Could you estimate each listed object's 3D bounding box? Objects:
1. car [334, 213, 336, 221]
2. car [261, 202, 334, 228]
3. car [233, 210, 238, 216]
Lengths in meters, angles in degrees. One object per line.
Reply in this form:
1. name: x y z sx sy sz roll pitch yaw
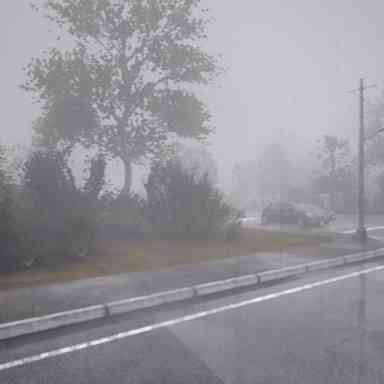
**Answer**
1. car: 9.011 1.704 26.733 1.837 1.490 4.892 0 -1 -42
2. car: 7.111 1.520 23.488 2.097 1.767 4.553 0 -1 -38
3. car: 3.302 1.888 33.562 1.994 1.385 4.181 0 -1 -42
